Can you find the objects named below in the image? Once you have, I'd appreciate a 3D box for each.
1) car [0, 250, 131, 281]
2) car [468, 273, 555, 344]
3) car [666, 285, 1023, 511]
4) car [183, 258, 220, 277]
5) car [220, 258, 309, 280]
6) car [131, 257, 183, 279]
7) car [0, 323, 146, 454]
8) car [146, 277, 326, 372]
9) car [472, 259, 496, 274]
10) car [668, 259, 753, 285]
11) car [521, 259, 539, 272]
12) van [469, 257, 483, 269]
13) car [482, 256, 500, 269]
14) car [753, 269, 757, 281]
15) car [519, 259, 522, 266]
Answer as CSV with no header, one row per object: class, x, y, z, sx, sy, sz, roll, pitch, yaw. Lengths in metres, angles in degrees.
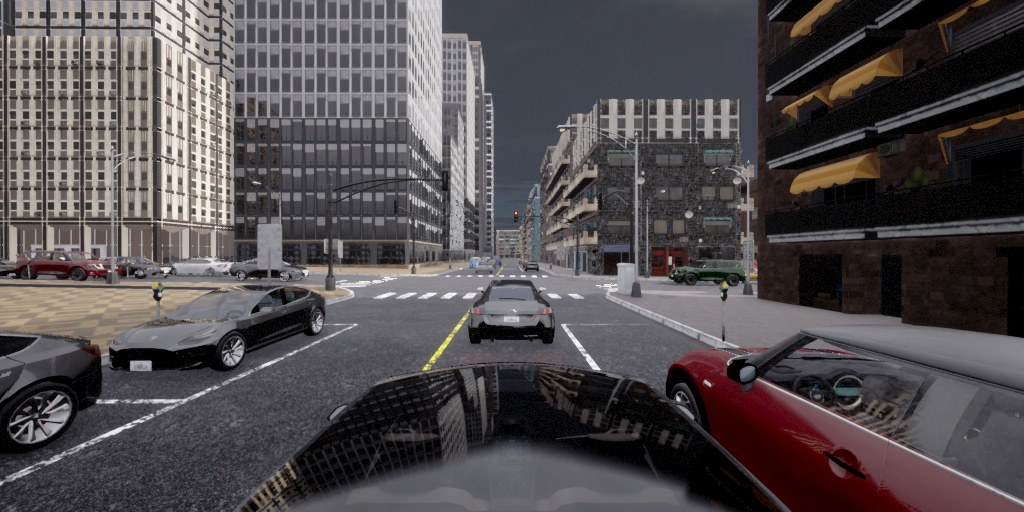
car,-27.436,0.591,22.195,5.009,1.841,2.192,0,0,-1
car,-0.015,1.314,9.616,1.994,1.385,4.181,0,0,0
car,2.693,1.190,2.460,1.967,1.591,4.097,0,0,0
car,-24.191,0.846,28.013,4.674,1.442,1.812,1,0,-1
car,-16.787,0.959,24.939,4.902,1.511,2.128,1,0,-1
car,-26.360,0.780,24.802,4.902,1.511,2.128,1,0,-1
car,-5.688,1.316,2.437,1.948,1.339,4.313,0,0,0
car,-5.702,1.315,7.684,1.948,1.339,4.313,0,0,0
car,-3.202,1.353,41.929,1.895,1.301,4.718,0,0,0
car,15.514,1.290,28.581,5.566,2.045,2.150,1,0,-1
car,2.575,1.319,47.351,1.948,1.339,4.313,0,0,0
van,-5.833,1.097,57.295,1.690,1.789,3.998,0,0,0
car,-3.226,1.257,55.255,1.837,1.490,4.892,0,1,0
car,21.291,1.698,31.256,4.829,1.417,1.751,0,0,-1
car,2.548,1.301,57.318,1.888,1.381,4.507,0,0,0
